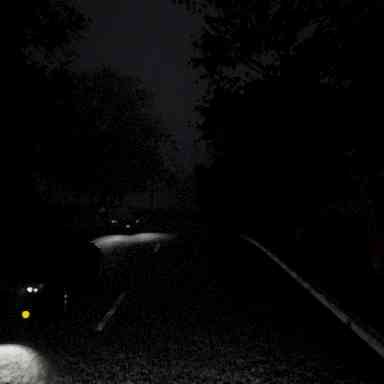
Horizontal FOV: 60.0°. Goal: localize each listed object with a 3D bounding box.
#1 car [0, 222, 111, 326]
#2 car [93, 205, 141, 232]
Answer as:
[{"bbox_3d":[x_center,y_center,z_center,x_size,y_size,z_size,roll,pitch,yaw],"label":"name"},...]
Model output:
[{"bbox_3d":[-3.304,1.600,7.158,1.994,1.385,4.181,0,0,0],"label":"car"},{"bbox_3d":[-4.626,1.539,19.942,1.812,1.442,4.674,1,0,-31],"label":"car"}]
